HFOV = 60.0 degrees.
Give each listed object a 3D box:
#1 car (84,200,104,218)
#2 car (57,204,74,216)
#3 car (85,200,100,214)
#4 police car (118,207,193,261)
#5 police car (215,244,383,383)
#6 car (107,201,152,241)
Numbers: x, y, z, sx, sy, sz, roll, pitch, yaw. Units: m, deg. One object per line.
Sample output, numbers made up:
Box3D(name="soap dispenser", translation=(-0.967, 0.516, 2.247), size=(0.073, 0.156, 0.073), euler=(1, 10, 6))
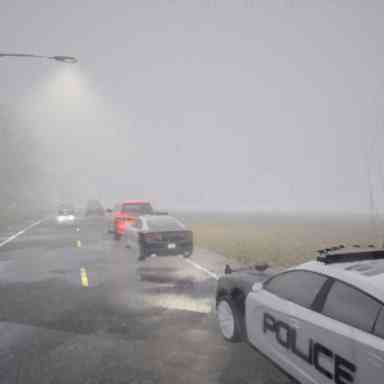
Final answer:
Box3D(name="car", translation=(-11.719, 2.077, 39.937), size=(2.097, 1.767, 4.553), euler=(0, -1, -17))
Box3D(name="car", translation=(-16.999, 2.346, 45.011), size=(2.128, 1.511, 4.902), euler=(0, -1, -17))
Box3D(name="car", translation=(-15.561, 2.205, 51.974), size=(2.150, 2.045, 5.566), euler=(0, -1, -17))
Box3D(name="police car", translation=(-1.555, 1.621, 13.418), size=(1.930, 1.638, 5.238), euler=(0, -1, -20))
Box3D(name="police car", translation=(1.901, 1.474, 4.070), size=(1.930, 1.638, 5.238), euler=(0, -1, -21))
Box3D(name="car", translation=(-3.545, 1.517, 18.975), size=(2.150, 2.045, 5.566), euler=(0, -1, -20))
